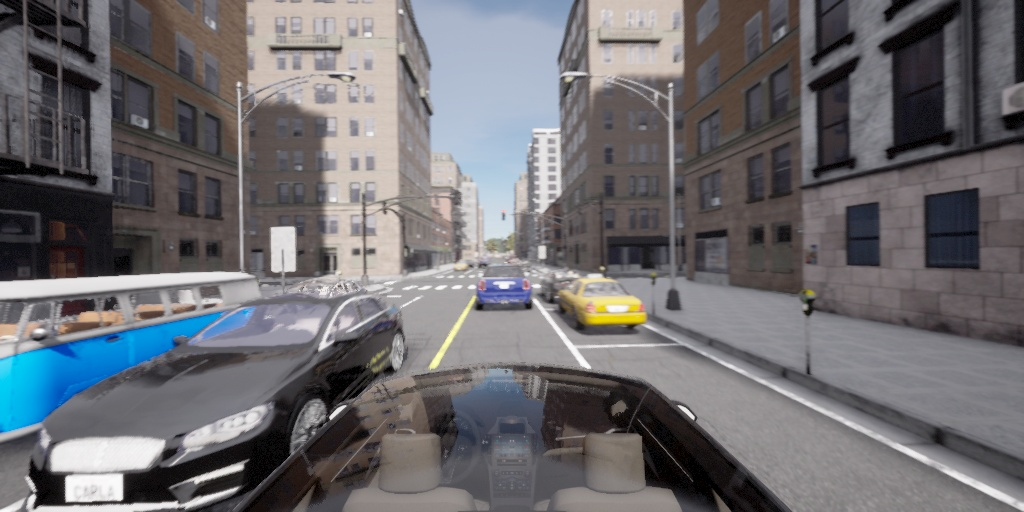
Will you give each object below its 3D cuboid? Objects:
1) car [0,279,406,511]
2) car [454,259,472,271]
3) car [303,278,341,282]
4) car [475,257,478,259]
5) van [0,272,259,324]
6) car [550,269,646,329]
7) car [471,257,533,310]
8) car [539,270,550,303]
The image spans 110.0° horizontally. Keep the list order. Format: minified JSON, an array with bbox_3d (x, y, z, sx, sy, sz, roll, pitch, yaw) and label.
[{"bbox_3d":[-2.850,1.277,4.831,2.128,1.511,4.902,-1,0,-2],"label":"car"},{"bbox_3d":[-6.796,1.281,48.215,1.751,1.417,4.829,0,0,-2],"label":"car"},{"bbox_3d":[-5.571,1.364,10.441,2.007,1.370,4.403,0,0,-2],"label":"car"},{"bbox_3d":[-4.502,1.304,57.530,1.895,1.301,4.718,-1,0,-1],"label":"car"},{"bbox_3d":[-5.397,1.163,5.038,1.690,1.789,3.998,0,0,-2],"label":"van"},{"bbox_3d":[2.452,1.222,10.873,1.751,1.417,4.829,0,0,-2],"label":"car"},{"bbox_3d":[-0.327,1.081,14.807,2.097,1.767,4.553,-1,0,-1],"label":"car"},{"bbox_3d":[2.277,1.239,16.106,2.007,1.370,4.403,0,0,-2],"label":"car"}]
